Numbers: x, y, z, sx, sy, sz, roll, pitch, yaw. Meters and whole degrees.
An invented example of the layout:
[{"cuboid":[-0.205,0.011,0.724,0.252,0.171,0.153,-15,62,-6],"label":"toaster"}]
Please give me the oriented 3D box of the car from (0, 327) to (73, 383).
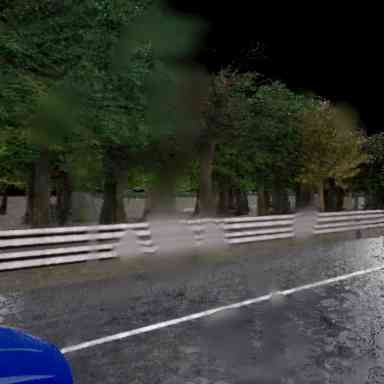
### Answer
[{"cuboid":[-3.133,1.469,1.511,5.008,1.535,1.882,1,0,-35],"label":"car"}]
